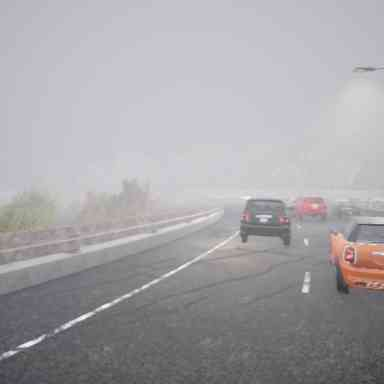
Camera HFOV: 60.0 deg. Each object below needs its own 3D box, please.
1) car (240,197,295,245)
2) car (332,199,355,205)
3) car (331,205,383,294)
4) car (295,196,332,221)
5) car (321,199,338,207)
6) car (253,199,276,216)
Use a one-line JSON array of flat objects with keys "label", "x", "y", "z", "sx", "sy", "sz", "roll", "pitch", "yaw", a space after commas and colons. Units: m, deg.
[{"label": "car", "x": 3.747, "y": 1.267, "z": 16.237, "sx": 2.150, "sy": 2.045, "sz": 5.566, "roll": 1, "pitch": 0, "yaw": 17}, {"label": "car", "x": 14.800, "y": 1.709, "z": 32.217, "sx": 2.128, "sy": 1.511, "sz": 4.902, "roll": 1, "pitch": 0, "yaw": 13}, {"label": "car", "x": 4.829, "y": 1.421, "z": 8.720, "sx": 2.097, "sy": 1.767, "sz": 4.553, "roll": 1, "pitch": 0, "yaw": 21}, {"label": "car", "x": 10.378, "y": 1.368, "z": 29.553, "sx": 2.150, "sy": 2.045, "sz": 5.566, "roll": 1, "pitch": 0, "yaw": 9}, {"label": "car", "x": 24.380, "y": 1.922, "z": 58.855, "sx": 1.994, "sy": 1.385, "sz": 4.181, "roll": 1, "pitch": 0, "yaw": 34}, {"label": "car", "x": 7.613, "y": 1.574, "z": 35.238, "sx": 1.882, "sy": 1.535, "sz": 5.008, "roll": 1, "pitch": 0, "yaw": 7}]
